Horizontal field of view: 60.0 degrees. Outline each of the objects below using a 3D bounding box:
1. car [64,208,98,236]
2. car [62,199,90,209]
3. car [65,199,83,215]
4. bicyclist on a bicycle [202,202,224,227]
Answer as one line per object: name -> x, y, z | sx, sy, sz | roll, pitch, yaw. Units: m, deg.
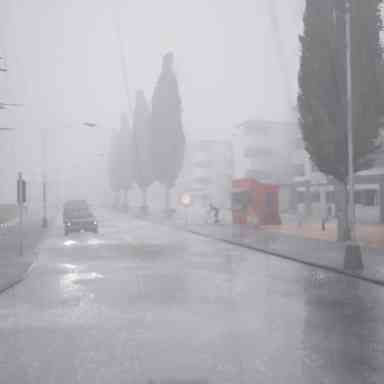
car -> -7.086, 1.936, 21.205 | 1.895, 1.301, 4.718 | -1, -1, -21
car -> -10.780, 1.716, 30.969 | 2.150, 2.045, 5.566 | -1, -1, -21
car -> -16.529, 1.965, 46.450 | 2.150, 2.045, 5.566 | -1, -1, -21
bicyclist on a bicycle -> 1.420, 1.527, 22.440 | 1.656, 1.620, 0.582 | -1, 0, -21
